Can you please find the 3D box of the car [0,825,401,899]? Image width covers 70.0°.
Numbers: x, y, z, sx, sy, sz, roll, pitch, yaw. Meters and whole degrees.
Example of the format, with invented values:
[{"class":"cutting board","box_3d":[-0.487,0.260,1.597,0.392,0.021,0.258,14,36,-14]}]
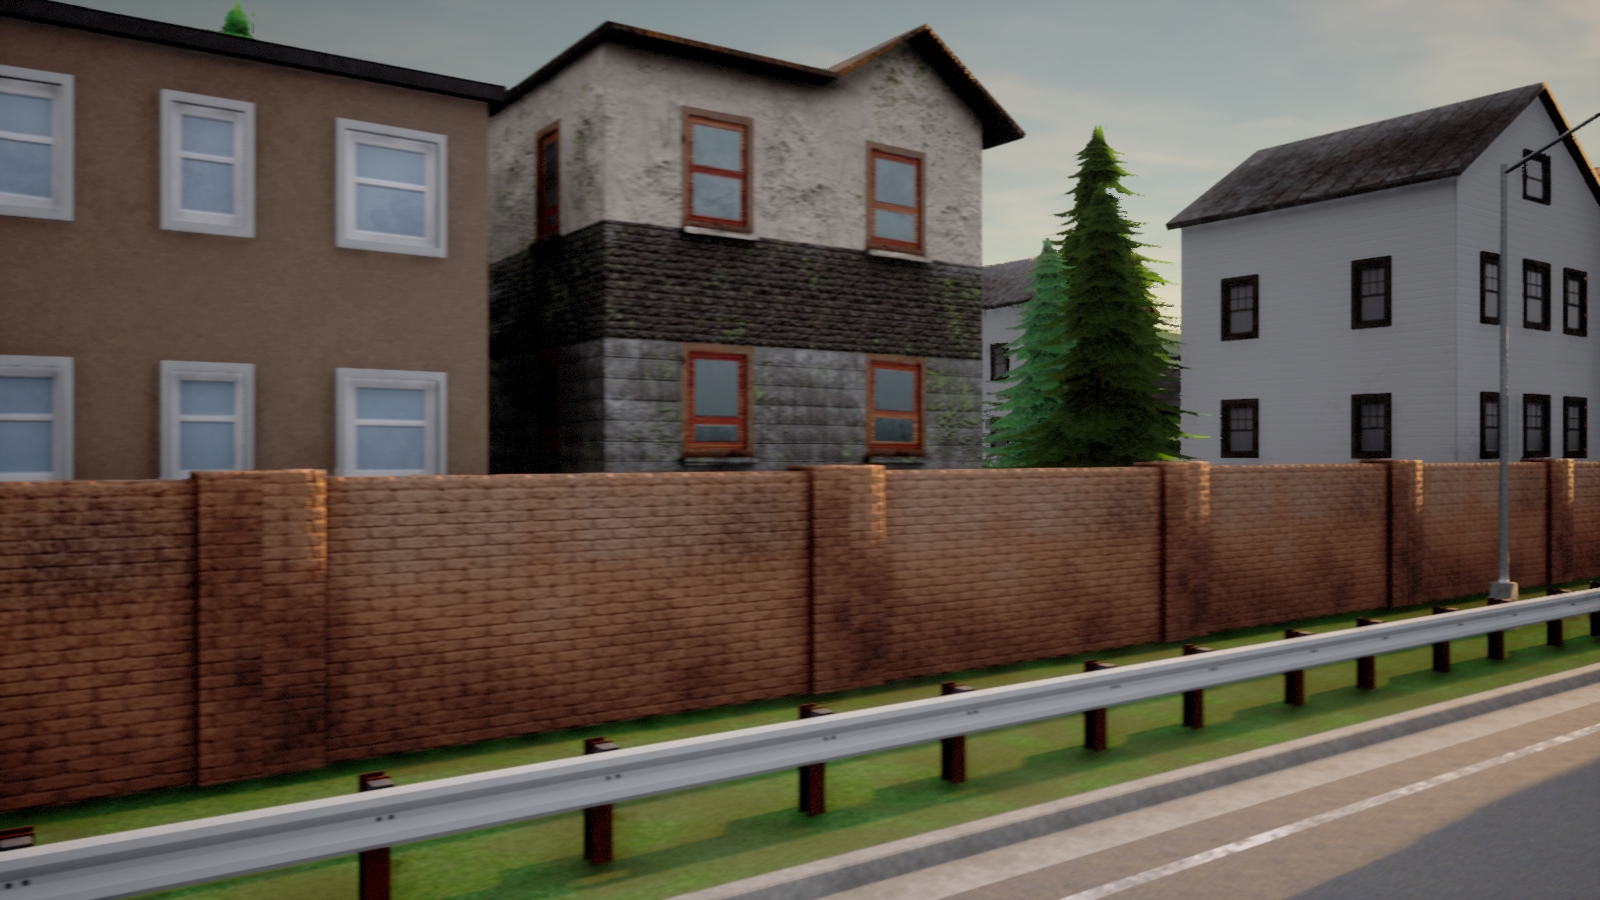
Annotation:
[{"class":"car","box_3d":[-2.865,2.040,1.783,4.514,1.525,2.007,0,0,-35]}]
